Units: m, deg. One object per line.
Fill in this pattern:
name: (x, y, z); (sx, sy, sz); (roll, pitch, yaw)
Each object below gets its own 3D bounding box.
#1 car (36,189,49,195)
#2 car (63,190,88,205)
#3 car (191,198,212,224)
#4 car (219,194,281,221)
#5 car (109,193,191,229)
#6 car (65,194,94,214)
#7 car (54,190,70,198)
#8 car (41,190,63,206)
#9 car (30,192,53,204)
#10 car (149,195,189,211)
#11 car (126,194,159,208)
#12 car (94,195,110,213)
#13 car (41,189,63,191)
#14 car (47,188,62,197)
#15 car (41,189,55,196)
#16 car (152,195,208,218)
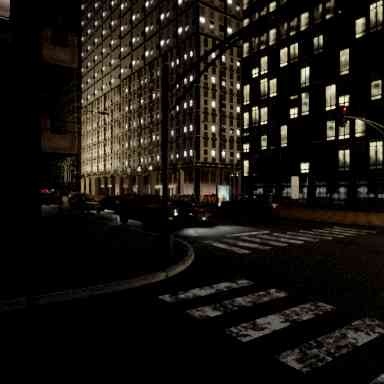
car: (-35.076, -0.011, 78.080); (1.887, 1.381, 4.507); (1, 0, -36)
car: (-12.340, 0.813, 37.053); (2.128, 1.511, 4.902); (0, 1, -36)
car: (-0.671, 1.220, 21.026); (1.812, 1.442, 4.674); (0, 1, -36)
car: (4.140, 1.027, 24.287); (2.192, 1.841, 5.009); (1, 0, -36)
car: (-2.595, 1.008, 19.302); (2.192, 1.841, 5.009); (2, 0, -36)
car: (-9.136, 1.067, 28.266); (1.802, 1.307, 4.206); (2, 0, -36)
car: (-25.274, 0.309, 64.632); (1.887, 1.381, 4.507); (1, 0, -36)
car: (-15.669, 0.827, 37.229); (2.008, 1.369, 4.403); (2, 0, -36)
car: (-18.936, 0.752, 41.710); (1.802, 1.307, 4.206); (2, 0, -36)
car: (-2.402, 1.070, 33.253); (1.947, 1.339, 4.313); (1, 0, -36)
car: (-5.669, 0.965, 37.736); (1.947, 1.339, 4.313); (1, 0, -36)
car: (-6.449, 0.988, 28.954); (1.882, 1.535, 5.008); (0, 1, -36)
car: (-25.554, 0.382, 60.590); (1.994, 1.385, 4.181); (0, 1, -36)
car: (-28.538, 0.099, 69.114); (1.967, 1.590, 4.097); (1, 0, -36)
car: (-31.808, 0.096, 73.597); (1.887, 1.381, 4.507); (1, 0, -36)
car: (-1.076, 1.098, 27.000); (2.128, 1.511, 4.902); (0, 1, -36)
